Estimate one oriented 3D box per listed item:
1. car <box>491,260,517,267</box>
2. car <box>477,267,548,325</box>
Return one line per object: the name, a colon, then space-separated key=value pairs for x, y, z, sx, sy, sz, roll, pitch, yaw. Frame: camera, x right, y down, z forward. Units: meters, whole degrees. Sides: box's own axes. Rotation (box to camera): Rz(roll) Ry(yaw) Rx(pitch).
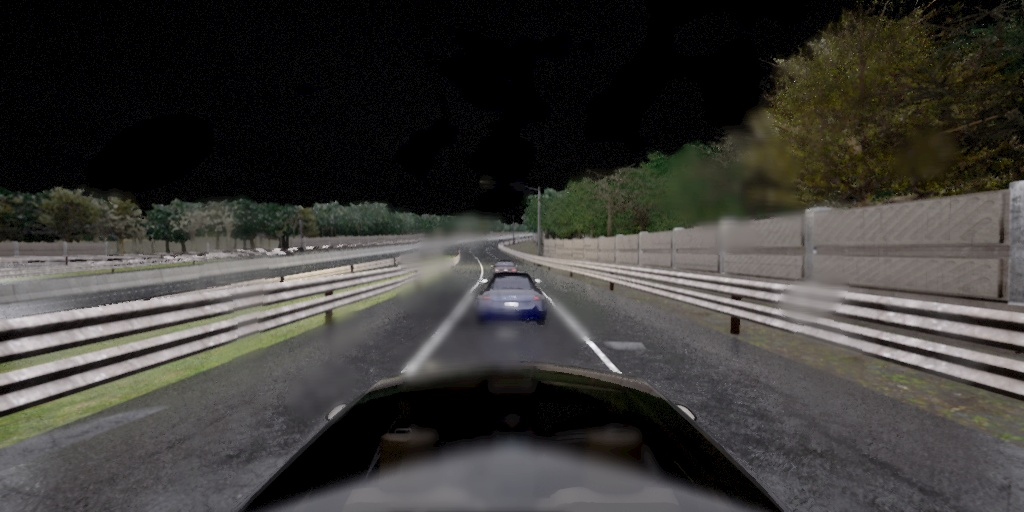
car: x=-0.593 y=1.039 z=27.565 sx=2.033 sy=1.411 sz=5.357 roll=0 pitch=1 yaw=-3
car: x=-0.017 y=1.218 z=11.383 sx=1.994 sy=1.385 sz=4.181 roll=0 pitch=1 yaw=-1
